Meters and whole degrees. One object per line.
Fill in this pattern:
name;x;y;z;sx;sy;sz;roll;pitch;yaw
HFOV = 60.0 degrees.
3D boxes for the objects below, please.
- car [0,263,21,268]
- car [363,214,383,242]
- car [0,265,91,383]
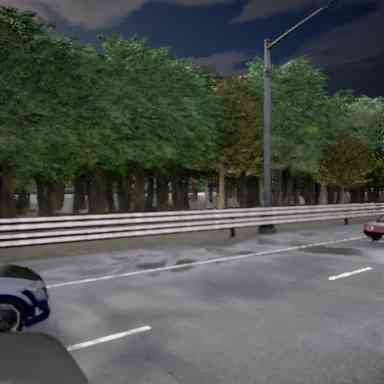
car;-4.384;1.565;4.919;4.181;1.385;1.994;0;0;-36
car;9.825;1.572;15.054;4.718;1.301;1.895;0;0;-36
car;-3.148;1.550;1.500;5.357;1.411;2.033;0;0;-35
